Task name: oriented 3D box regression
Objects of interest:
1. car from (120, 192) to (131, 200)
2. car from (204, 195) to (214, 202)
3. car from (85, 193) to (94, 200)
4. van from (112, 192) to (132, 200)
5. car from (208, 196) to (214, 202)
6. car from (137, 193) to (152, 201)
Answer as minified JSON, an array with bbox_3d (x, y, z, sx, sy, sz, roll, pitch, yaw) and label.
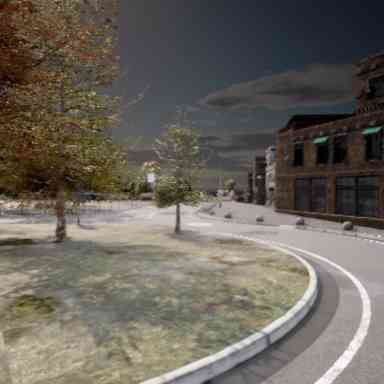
[{"bbox_3d":[-18.139,1.196,80.279,5.366,1.575,1.946,1,-1,7],"label":"car"},{"bbox_3d":[4.328,1.648,82.409,2.033,1.411,5.357,1,-2,8],"label":"car"},{"bbox_3d":[-19.630,0.680,66.524,5.566,2.045,2.435,1,-1,7],"label":"car"},{"bbox_3d":[-17.486,1.055,83.018,4.442,1.987,1.878,1,-1,7],"label":"van"},{"bbox_3d":[2.968,1.456,72.071,2.128,1.511,4.902,1,-1,7],"label":"car"},{"bbox_3d":[-7.776,0.960,62.894,4.553,1.767,2.185,1,-1,7],"label":"car"}]
